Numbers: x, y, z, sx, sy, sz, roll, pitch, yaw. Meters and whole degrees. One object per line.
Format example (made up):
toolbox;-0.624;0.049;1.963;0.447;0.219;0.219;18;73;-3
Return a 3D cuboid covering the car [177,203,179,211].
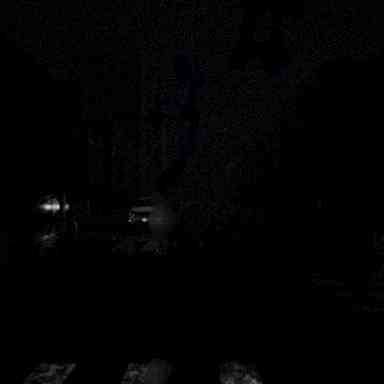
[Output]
car;-2.900;1.864;45.428;1.837;1.490;4.892;0;-1;0

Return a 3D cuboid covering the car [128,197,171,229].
car;-2.883;1.345;22.883;2.150;2.045;5.566;0;0;0

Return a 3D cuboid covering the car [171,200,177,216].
car;-2.896;1.762;33.354;2.033;1.411;5.357;0;-1;0
